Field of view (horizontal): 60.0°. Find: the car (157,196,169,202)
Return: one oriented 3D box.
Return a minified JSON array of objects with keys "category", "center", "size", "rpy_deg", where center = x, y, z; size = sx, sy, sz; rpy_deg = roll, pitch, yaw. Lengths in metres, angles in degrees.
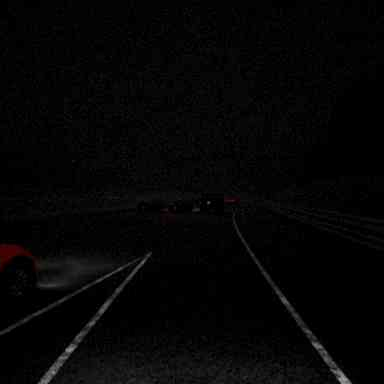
[{"category":"car","center":[-7.612,1.779,87.625],"size":[1.994,1.385,4.181],"rpy_deg":[0,0,13]}]

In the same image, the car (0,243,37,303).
[{"category":"car","center":[-4.695,1.282,5.347],"size":[2.097,1.767,4.553],"rpy_deg":[-1,0,13]}]

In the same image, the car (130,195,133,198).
[{"category":"car","center":[-11.103,1.649,72.182],"size":[1.837,1.490,4.892],"rpy_deg":[0,0,13]}]

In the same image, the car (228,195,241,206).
[{"category":"car","center":[6.949,1.592,56.794],"size":[1.837,1.490,4.892],"rpy_deg":[0,0,13]}]

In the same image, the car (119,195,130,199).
[{"category":"car","center":[-14.509,1.506,72.989],"size":[2.097,1.767,4.553],"rpy_deg":[0,0,13]}]

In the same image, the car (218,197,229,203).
[{"category":"car","center":[6.829,1.760,72.140],"size":[1.895,1.301,4.718],"rpy_deg":[0,0,13]}]

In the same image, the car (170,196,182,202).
[{"category":"car","center":[-4.193,1.750,86.875],"size":[1.812,1.442,4.674],"rpy_deg":[0,0,13]}]

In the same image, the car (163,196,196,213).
[{"category":"car","center":[-1.143,1.461,36.872],"size":[2.128,1.511,4.902],"rpy_deg":[0,0,13]}]

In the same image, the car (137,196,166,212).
[{"category":"car","center":[-4.558,1.452,37.646],"size":[1.882,1.535,5.008],"rpy_deg":[0,0,13]}]

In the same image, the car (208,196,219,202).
[{"category":"car","center":[5.198,1.683,80.796],"size":[1.882,1.535,5.008],"rpy_deg":[0,0,13]}]

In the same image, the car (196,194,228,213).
[{"category":"car","center":[2.272,1.194,36.103],"size":[2.150,2.045,5.566],"rpy_deg":[0,0,13]}]

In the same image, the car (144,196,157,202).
[{"category":"car","center":[-11.031,1.823,88.373],"size":[1.895,1.301,4.718],"rpy_deg":[0,0,13]}]

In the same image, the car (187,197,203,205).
[{"category":"car","center":[0.562,1.604,60.290],"size":[1.837,1.490,4.892],"rpy_deg":[0,0,13]}]
